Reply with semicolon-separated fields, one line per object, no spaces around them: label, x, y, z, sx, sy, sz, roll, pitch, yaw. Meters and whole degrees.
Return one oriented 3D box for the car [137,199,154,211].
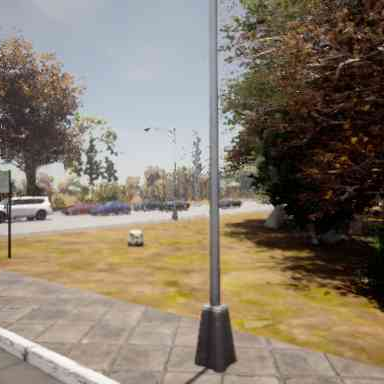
car;-5.828;1.695;44.394;1.837;1.490;4.892;-1;0;38

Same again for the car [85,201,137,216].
car;-8.529;1.721;35.272;1.812;1.442;4.674;-1;0;38

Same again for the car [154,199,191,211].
car;-2.322;1.759;43.208;1.895;1.301;4.718;-1;0;37

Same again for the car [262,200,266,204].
car;13.907;1.588;59.909;1.895;1.301;4.718;-1;0;32

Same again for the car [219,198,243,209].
car;5.512;1.576;47.542;2.128;1.511;4.902;-1;0;36

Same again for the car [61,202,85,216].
car;-12.089;1.789;36.410;1.994;1.385;4.181;-1;0;39

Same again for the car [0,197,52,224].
car;-14.552;1.431;27.716;2.150;2.045;5.566;-1;0;39
